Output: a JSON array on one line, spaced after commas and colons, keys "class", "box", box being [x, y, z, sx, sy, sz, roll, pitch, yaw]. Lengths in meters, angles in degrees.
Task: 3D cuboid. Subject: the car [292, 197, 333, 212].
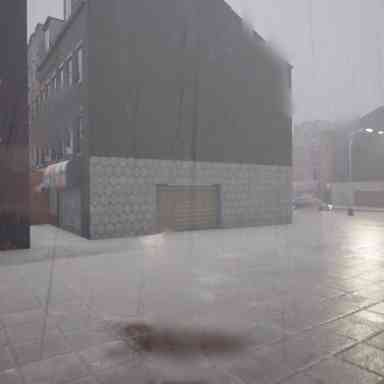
[{"class": "car", "box": [12.366, 1.291, 35.062, 2.128, 1.511, 4.902, -1, 1, -35]}]
